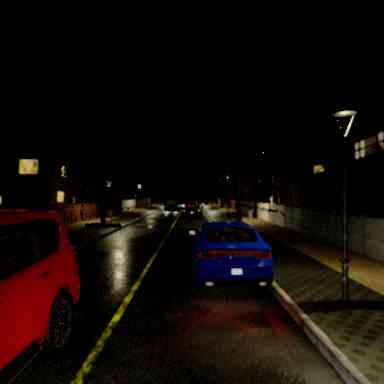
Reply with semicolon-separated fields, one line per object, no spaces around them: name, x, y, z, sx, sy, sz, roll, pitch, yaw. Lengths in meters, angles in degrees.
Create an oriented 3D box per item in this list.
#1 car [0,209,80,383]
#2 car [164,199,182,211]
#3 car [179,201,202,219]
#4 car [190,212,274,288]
car;-2.852;1.250;3.126;2.150;2.045;5.566;0;0;0
car;-2.898;1.974;47.449;2.033;1.411;5.357;0;-1;0
car;0.011;1.852;32.387;1.994;1.385;4.181;0;-1;0
car;0.953;1.562;9.546;1.882;1.535;5.008;0;0;0
